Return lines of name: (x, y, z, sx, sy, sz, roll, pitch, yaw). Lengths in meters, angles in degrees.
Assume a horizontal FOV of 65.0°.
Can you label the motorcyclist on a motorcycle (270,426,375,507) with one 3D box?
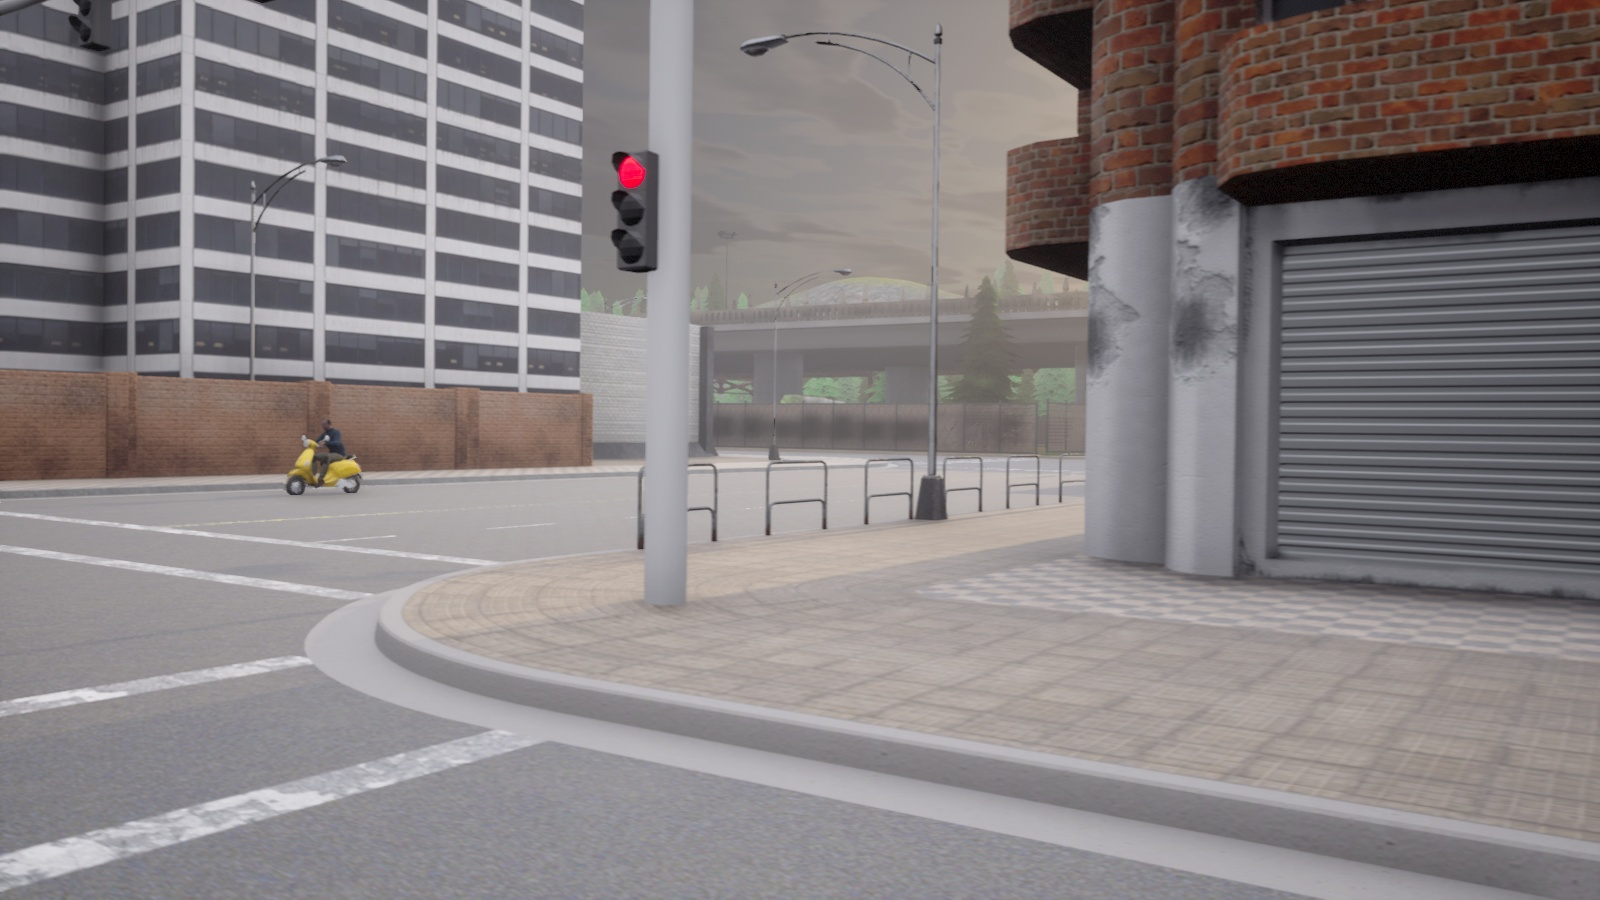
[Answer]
motorcyclist on a motorcycle: (-9.756, 0.310, 25.719, 0.866, 1.590, 1.817, 0, 1, 33)
